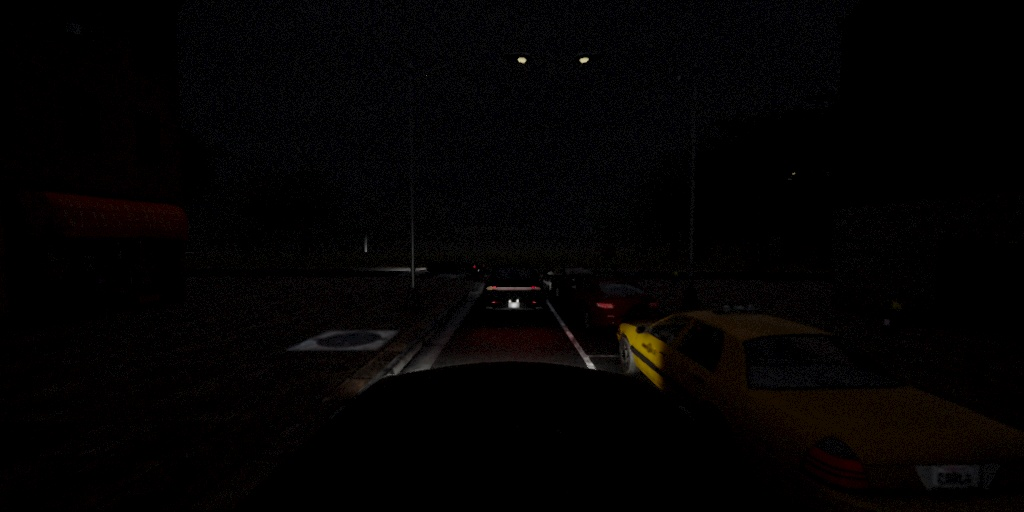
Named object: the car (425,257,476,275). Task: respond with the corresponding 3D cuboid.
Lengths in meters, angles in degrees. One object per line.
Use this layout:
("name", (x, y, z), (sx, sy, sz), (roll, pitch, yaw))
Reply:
("car", (-4.544, 0.751, 28.440), (4.718, 1.301, 1.895), (2, 3, 28))

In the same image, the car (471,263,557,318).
("car", (0.057, 1.030, 11.849), (2.128, 1.511, 4.902), (0, 1, 0))

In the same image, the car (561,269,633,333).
("car", (2.619, 1.163, 9.801), (1.802, 1.307, 4.207), (0, 0, 0))

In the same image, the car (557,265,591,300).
("car", (2.605, 1.017, 15.332), (2.007, 1.370, 4.403), (0, 0, 0))

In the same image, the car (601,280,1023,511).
("car", (2.632, 1.222, 4.439), (1.751, 1.417, 4.829), (0, 0, 0))
